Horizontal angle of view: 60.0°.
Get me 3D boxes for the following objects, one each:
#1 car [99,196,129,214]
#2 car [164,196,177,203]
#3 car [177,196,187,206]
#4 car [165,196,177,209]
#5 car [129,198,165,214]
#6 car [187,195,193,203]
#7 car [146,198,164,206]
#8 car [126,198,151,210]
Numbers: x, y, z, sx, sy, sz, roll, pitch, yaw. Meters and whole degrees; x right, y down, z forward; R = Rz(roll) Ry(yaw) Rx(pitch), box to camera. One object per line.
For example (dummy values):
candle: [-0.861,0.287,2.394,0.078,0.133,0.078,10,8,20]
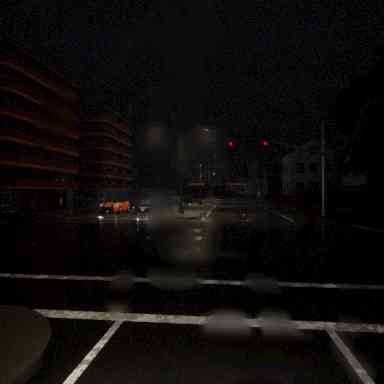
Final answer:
car: [-8.083,1.352,34.990,2.097,1.767,4.553,0,0,6]
car: [-4.382,1.555,69.509,1.994,1.385,4.181,0,0,6]
car: [-2.617,1.492,53.497,2.128,1.511,4.902,0,0,6]
car: [-3.607,1.601,44.126,1.895,1.301,4.718,0,0,6]
car: [-4.569,1.491,34.916,2.128,1.511,4.902,0,0,6]
car: [-0.977,1.503,68.503,1.837,1.490,4.892,0,0,6]
car: [-6.016,1.601,54.648,1.895,1.301,4.718,0,0,6]
car: [-7.093,1.545,44.407,2.033,1.411,5.357,0,0,6]
